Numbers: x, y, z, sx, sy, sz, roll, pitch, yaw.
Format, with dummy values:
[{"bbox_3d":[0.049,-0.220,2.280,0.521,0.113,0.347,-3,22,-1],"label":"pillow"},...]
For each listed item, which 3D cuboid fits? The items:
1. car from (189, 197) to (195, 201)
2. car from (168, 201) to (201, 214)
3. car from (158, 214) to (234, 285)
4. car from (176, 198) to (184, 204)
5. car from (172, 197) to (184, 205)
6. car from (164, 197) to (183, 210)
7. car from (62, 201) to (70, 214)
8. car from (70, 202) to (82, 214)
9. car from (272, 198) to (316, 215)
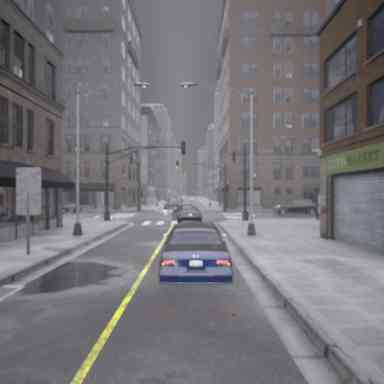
[{"bbox_3d":[-0.004,2.006,90.163,1.812,1.442,4.674,0,0,0],"label":"car"},{"bbox_3d":[-0.497,1.705,26.924,1.994,1.385,4.181,0,0,-11],"label":"car"},{"bbox_3d":[0.089,1.599,9.684,2.033,1.411,5.357,0,0,0],"label":"car"},{"bbox_3d":[-2.753,2.008,77.503,1.895,1.301,4.718,0,0,0],"label":"car"},{"bbox_3d":[-2.762,1.848,67.190,2.128,1.511,4.902,0,0,0],"label":"car"},{"bbox_3d":[-2.873,1.608,48.459,2.097,1.767,4.553,0,0,1],"label":"car"},{"bbox_3d":[-14.885,1.673,32.402,4.892,1.490,1.837,0,0,0],"label":"car"},{"bbox_3d":[-14.747,1.740,37.888,4.313,1.339,1.947,0,0,0],"label":"car"},{"bbox_3d":[10.839,1.540,35.317,4.553,1.767,2.097,0,0,0],"label":"car"}]
